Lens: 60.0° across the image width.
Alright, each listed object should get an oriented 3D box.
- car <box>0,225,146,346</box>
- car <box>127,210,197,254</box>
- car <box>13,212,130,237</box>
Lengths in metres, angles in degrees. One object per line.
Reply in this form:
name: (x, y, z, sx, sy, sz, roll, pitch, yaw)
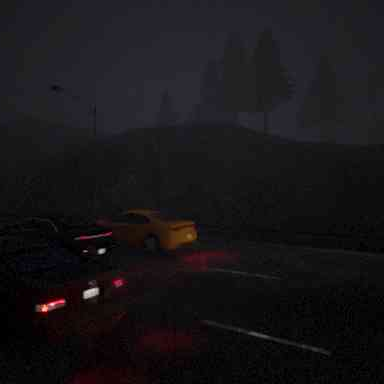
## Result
car: (-3.652, 1.539, 6.189, 5.357, 1.411, 2.033, 0, 0, 30)
car: (-2.207, 1.464, 13.400, 5.008, 1.535, 1.882, 0, 0, 31)
car: (-4.679, 1.478, 10.792, 4.902, 1.511, 2.128, 0, 0, 30)
